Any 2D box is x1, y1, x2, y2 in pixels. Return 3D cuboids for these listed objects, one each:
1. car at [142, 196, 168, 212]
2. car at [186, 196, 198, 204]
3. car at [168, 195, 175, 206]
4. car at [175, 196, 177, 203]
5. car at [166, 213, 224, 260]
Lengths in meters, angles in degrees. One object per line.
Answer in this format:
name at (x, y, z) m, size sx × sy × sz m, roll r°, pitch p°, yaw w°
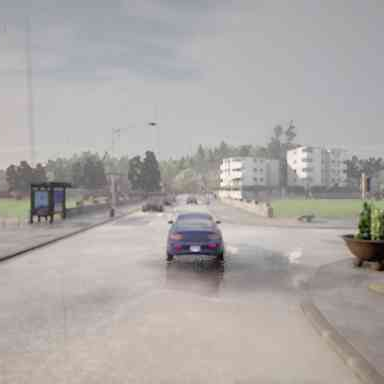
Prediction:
car at (-4.089, 1.229, 35.921) m, size 2.097 × 1.767 × 4.553 m, roll 0°, pitch 0°, yaw 0°
car at (0.000, 1.355, 56.347) m, size 2.033 × 1.411 × 5.357 m, roll 0°, pitch 0°, yaw 0°
car at (-4.067, 1.431, 49.621) m, size 1.895 × 1.301 × 4.718 m, roll 0°, pitch 0°, yaw 0°
car at (-4.000, 1.282, 65.174) m, size 1.837 × 1.490 × 4.892 m, roll 0°, pitch 0°, yaw 0°
car at (0.098, 1.484, 12.089) m, size 1.812 × 1.442 × 4.674 m, roll 0°, pitch 0°, yaw 0°
